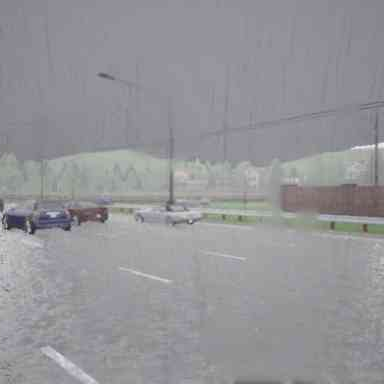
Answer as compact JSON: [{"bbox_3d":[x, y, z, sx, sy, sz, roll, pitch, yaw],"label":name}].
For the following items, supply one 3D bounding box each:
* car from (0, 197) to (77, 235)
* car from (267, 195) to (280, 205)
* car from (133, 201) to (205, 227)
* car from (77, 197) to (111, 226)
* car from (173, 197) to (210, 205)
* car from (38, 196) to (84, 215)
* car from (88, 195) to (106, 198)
[{"bbox_3d":[-8.435,1.190,17.972,4.553,1.767,2.097,1,1,43],"label":"car"},{"bbox_3d":[13.389,1.173,49.094,4.674,1.442,1.812,0,0,-22],"label":"car"},{"bbox_3d":[-1.709,1.429,21.266,4.718,1.301,1.895,1,1,43],"label":"car"},{"bbox_3d":[-7.489,1.287,21.881,5.008,1.535,1.882,1,1,43],"label":"car"},{"bbox_3d":[-0.148,1.256,43.906,4.718,1.301,1.895,0,0,-19],"label":"car"},{"bbox_3d":[-12.319,1.218,31.197,4.902,1.511,2.128,1,1,43],"label":"car"},{"bbox_3d":[-12.603,1.166,41.975,4.674,1.442,1.812,0,0,0],"label":"car"}]
